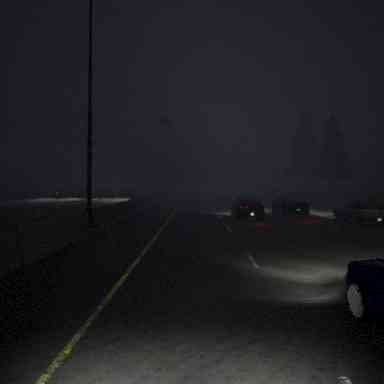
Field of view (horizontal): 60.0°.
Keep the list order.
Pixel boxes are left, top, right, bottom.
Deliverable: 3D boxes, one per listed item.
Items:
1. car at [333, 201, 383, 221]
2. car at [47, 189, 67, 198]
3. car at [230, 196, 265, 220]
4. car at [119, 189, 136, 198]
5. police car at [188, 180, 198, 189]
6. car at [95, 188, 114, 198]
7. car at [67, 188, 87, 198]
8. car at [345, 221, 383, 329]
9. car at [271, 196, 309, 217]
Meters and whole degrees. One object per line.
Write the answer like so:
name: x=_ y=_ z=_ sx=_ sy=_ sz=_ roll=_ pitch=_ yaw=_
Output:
car: x=10.822 y=1.244 z=21.350 sx=1.895 sy=1.301 sz=4.718 roll=0 pitch=1 yaw=1
car: x=-20.493 y=0.181 z=51.224 sx=1.895 sy=1.301 sz=4.718 roll=0 pitch=2 yaw=1
car: x=3.845 y=1.066 z=23.423 sx=1.837 sy=1.490 sz=4.892 roll=0 pitch=2 yaw=1
car: x=-9.989 y=0.207 z=51.811 sx=1.895 sy=1.301 sz=4.718 roll=0 pitch=2 yaw=1
police car: x=-0.080 y=-1.591 z=88.200 sx=1.930 sy=1.638 sz=5.238 roll=0 pitch=3 yaw=1
car: x=-13.491 y=0.079 z=51.498 sx=1.882 sy=1.535 sz=5.008 roll=0 pitch=2 yaw=1
car: x=-16.992 y=0.070 z=51.653 sx=2.128 sy=1.511 sz=4.902 roll=0 pitch=2 yaw=1
car: x=3.652 y=1.433 z=3.941 sx=1.882 sy=1.535 sz=5.008 roll=0 pitch=1 yaw=0
car: x=7.368 y=1.004 z=25.404 sx=1.882 sy=1.535 sz=5.008 roll=0 pitch=2 yaw=1
